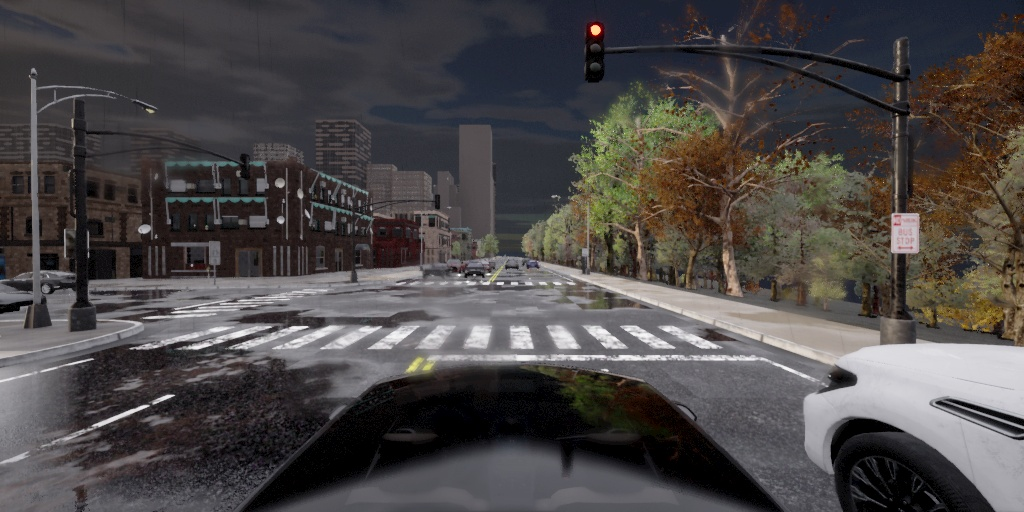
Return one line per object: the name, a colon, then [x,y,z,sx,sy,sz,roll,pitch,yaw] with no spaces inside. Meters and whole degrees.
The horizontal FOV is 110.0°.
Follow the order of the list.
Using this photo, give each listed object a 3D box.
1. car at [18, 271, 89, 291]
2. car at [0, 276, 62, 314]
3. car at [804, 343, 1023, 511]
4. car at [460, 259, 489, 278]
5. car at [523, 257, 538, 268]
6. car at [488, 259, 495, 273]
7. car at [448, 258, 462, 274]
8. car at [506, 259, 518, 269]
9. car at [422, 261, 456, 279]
car: [-28.321,1.559,21.633,4.403,1.370,2.007,0,0,0]
car: [-19.971,1.565,13.138,4.313,1.339,1.948,0,0,0]
car: [3.355,0.972,0.382,2.150,2.045,5.566,0,0,0]
car: [-3.438,1.287,33.875,2.033,1.411,5.357,0,0,-4]
car: [3.234,1.255,57.895,1.812,1.442,4.674,0,0,0]
car: [-3.424,1.261,43.338,1.812,1.442,4.674,0,0,0]
car: [-6.672,1.088,41.571,2.097,1.767,4.553,0,0,0]
car: [-0.013,1.294,56.262,1.994,1.385,4.181,0,0,0]
car: [-6.670,1.341,32.486,1.895,1.301,4.718,0,0,0]
